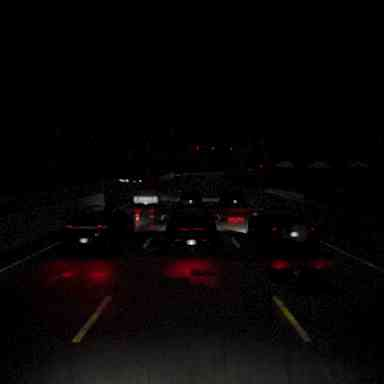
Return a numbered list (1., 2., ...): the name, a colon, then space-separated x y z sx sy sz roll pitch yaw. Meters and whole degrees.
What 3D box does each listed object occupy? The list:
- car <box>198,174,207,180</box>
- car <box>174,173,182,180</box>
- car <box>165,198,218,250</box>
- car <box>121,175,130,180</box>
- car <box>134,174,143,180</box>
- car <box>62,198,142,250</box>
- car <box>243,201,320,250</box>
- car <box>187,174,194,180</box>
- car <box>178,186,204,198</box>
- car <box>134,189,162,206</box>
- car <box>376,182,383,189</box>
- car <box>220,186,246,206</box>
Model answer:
1. car: 3.035 -4.225 92.292 1.882 1.535 5.008 0 4 0
2. car: -3.958 -4.080 91.010 2.033 1.411 5.357 0 4 0
3. car: -0.026 1.264 13.251 1.837 1.490 4.892 0 3 0
4. car: -17.951 -3.955 89.702 1.994 1.385 4.181 0 4 0
5. car: -14.451 -4.009 89.718 1.837 1.490 4.892 0 4 0
6. car: -3.526 1.251 13.216 2.128 1.511 4.902 0 3 0
7. car: 3.475 1.318 13.304 1.994 1.385 4.181 0 3 0
8. car: -0.458 -4.081 91.029 2.033 1.411 5.357 0 4 0
9. car: -0.107 0.292 28.197 1.837 1.490 4.892 0 4 0
10. car: -3.608 0.399 27.988 1.895 1.301 4.718 0 4 0
11. car: 28.845 -1.049 47.211 4.902 1.511 2.128 0 4 2
12. car: 3.475 0.292 28.193 1.837 1.490 4.892 0 4 3
